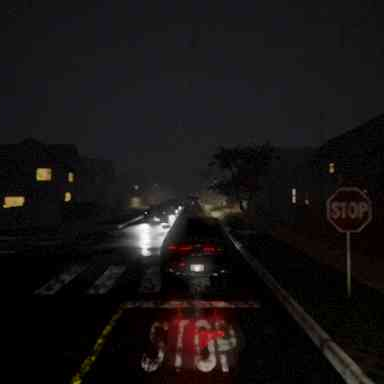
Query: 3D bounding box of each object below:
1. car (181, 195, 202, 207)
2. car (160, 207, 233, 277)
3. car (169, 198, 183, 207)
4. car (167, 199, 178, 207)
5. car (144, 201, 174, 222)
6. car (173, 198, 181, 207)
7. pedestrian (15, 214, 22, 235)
[{"bbox_3d":[0.093,1.420,42.967,2.150,2.045,5.566,0,0,0],"label":"car"},{"bbox_3d":[0.129,1.466,10.103,1.837,1.490,4.892,2,1,0],"label":"car"},{"bbox_3d":[-2.794,1.804,58.784,2.128,1.511,4.902,0,0,1],"label":"car"},{"bbox_3d":[-2.849,1.764,37.071,1.895,1.301,4.718,0,0,0],"label":"car"},{"bbox_3d":[-2.852,1.714,27.904,1.895,1.301,4.718,0,0,0],"label":"car"},{"bbox_3d":[-2.848,1.705,47.187,1.882,1.535,5.008,0,0,0],"label":"car"},{"bbox_3d":[-9.913,1.496,18.983,0.375,1.860,0.375,0,-2,5],"label":"pedestrian"}]
